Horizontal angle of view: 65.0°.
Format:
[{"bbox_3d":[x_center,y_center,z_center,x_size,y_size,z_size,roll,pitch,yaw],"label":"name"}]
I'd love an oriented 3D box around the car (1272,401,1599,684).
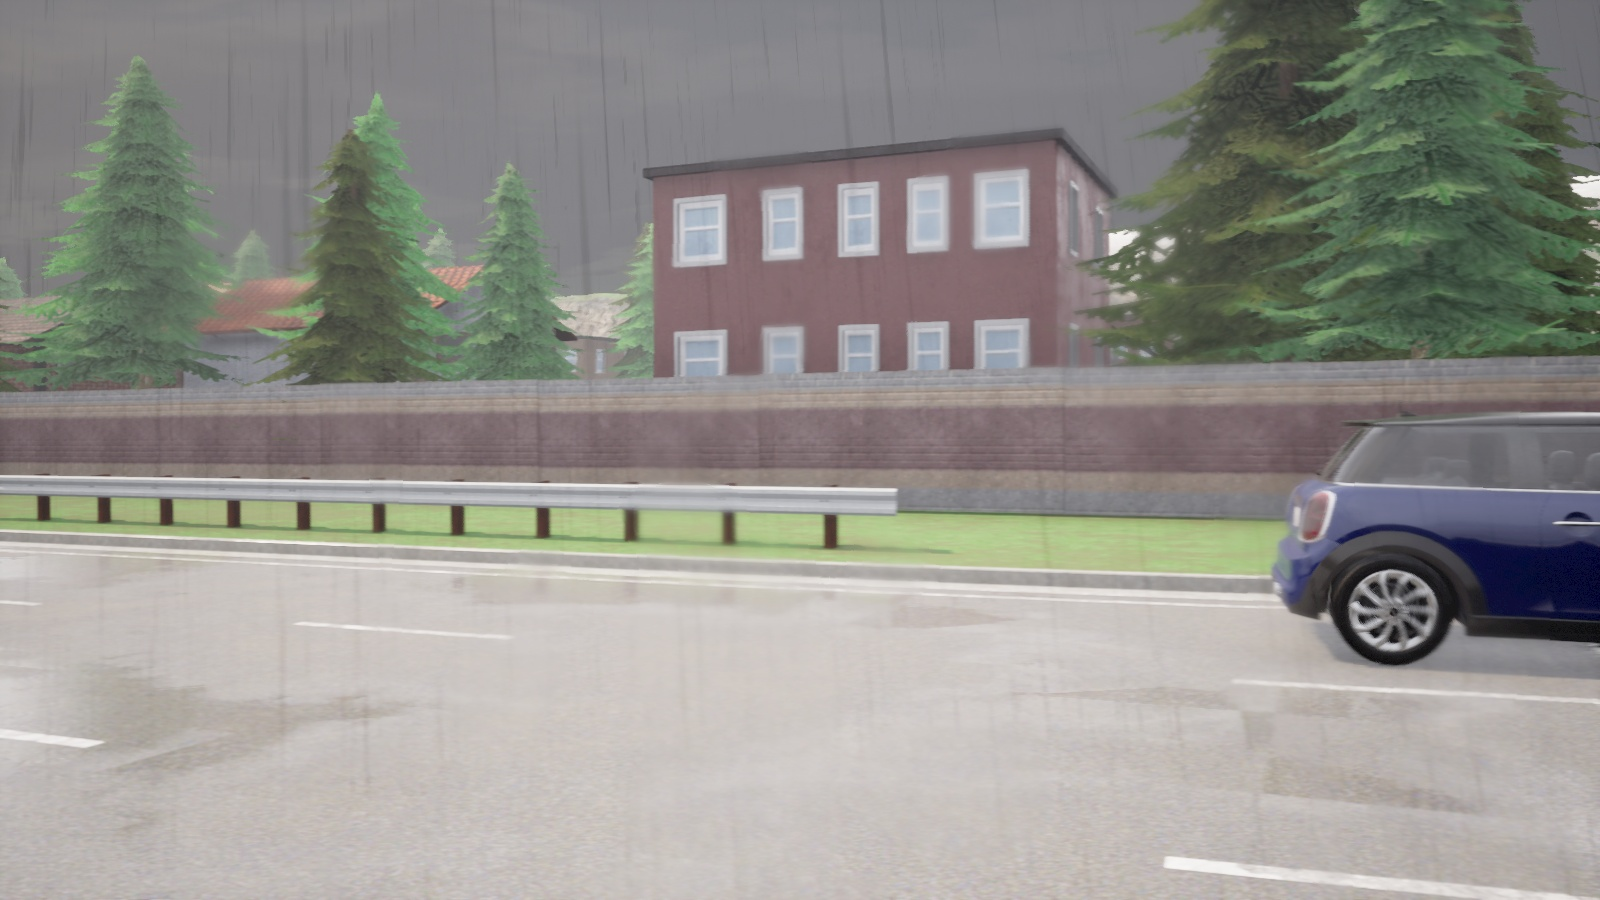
[{"bbox_3d":[5.763,0.567,8.692,4.553,1.767,2.097,0,1,17],"label":"car"}]
